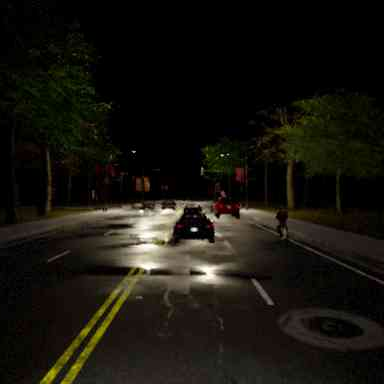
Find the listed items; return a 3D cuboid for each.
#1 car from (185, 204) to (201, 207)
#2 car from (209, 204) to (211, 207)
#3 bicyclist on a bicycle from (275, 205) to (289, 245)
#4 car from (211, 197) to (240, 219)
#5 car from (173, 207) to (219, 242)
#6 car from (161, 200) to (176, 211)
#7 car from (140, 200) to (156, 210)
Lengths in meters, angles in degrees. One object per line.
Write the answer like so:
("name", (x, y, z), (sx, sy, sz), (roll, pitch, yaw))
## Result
("car", (0.094, 1.879, 34.013), (1.895, 1.301, 4.718), (0, 0, 0))
("car", (3.242, 1.903, 43.186), (2.033, 1.411, 5.357), (0, 0, 0))
("bicyclist on a bicycle", (4.141, 1.497, 15.507), (0.659, 1.776, 1.843), (0, 0, 0))
("car", (3.344, 1.487, 32.513), (2.150, 2.045, 5.566), (0, 0, 0))
("car", (0.097, 1.703, 17.143), (1.994, 1.385, 4.181), (0, -1, 0))
("car", (-3.282, 1.869, 47.509), (1.882, 1.535, 5.008), (0, -1, 0))
("car", (-6.510, 1.961, 50.116), (2.033, 1.411, 5.357), (0, -1, 0))
